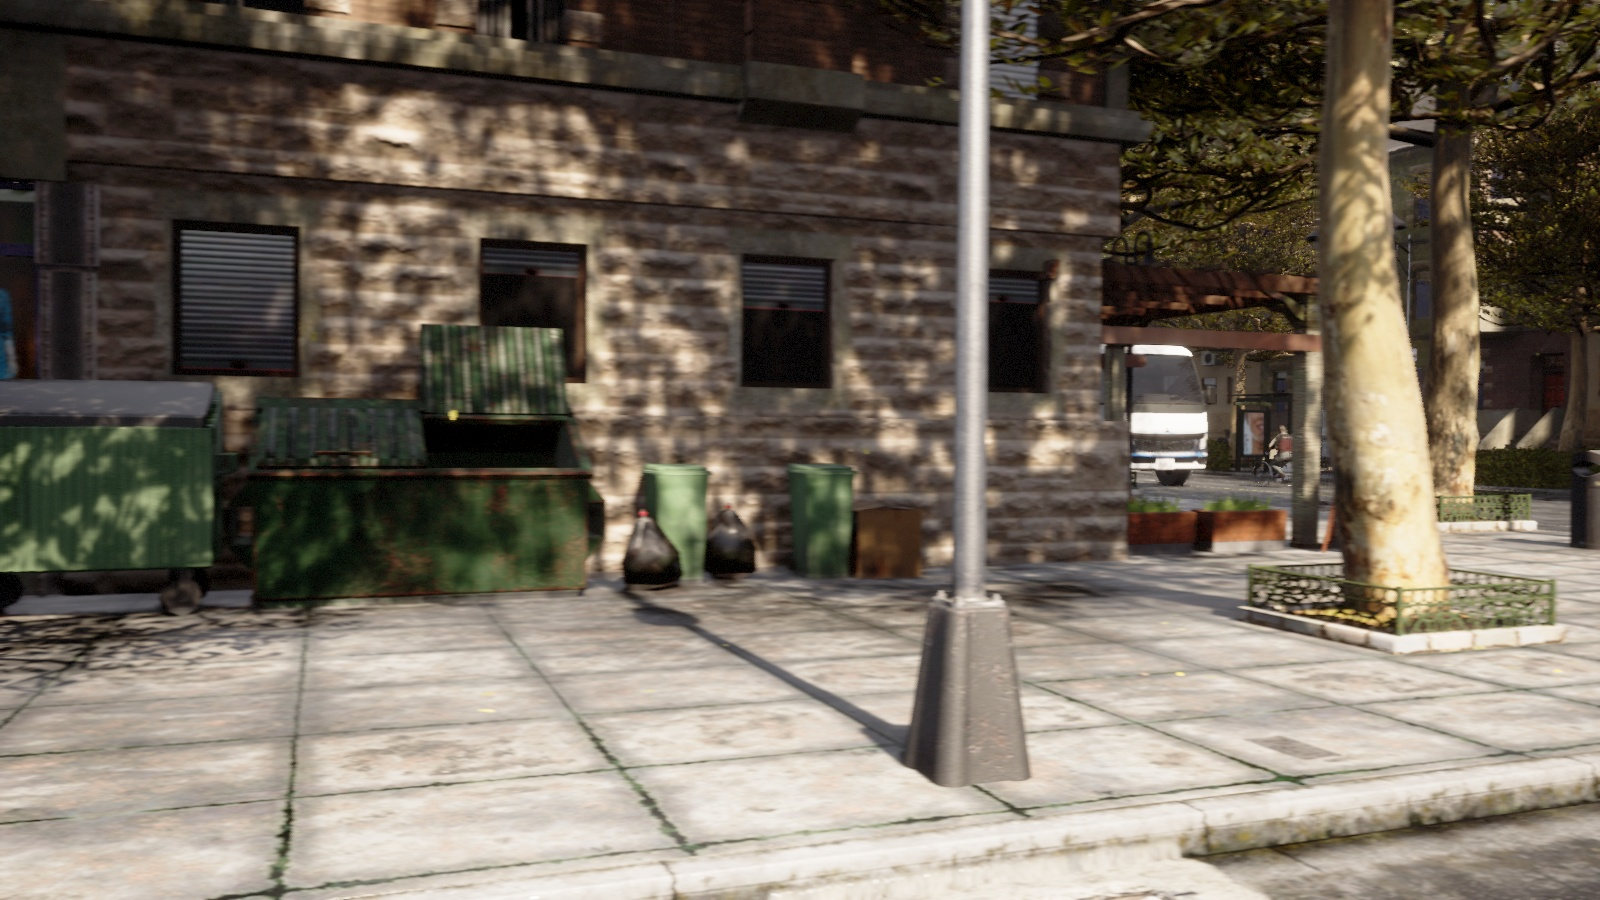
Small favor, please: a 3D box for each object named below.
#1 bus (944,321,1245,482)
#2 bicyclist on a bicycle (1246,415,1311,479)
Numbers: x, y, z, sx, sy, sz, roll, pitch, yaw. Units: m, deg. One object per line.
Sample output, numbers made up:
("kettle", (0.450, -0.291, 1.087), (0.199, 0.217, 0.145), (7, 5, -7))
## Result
("bus", (8.567, -1.338, 38.612), (3.944, 4.253, 10.273), (-1, 1, -21))
("bicyclist on a bicycle", (13.470, -0.097, 35.424), (0.659, 1.776, 1.843), (-1, 1, -20))
